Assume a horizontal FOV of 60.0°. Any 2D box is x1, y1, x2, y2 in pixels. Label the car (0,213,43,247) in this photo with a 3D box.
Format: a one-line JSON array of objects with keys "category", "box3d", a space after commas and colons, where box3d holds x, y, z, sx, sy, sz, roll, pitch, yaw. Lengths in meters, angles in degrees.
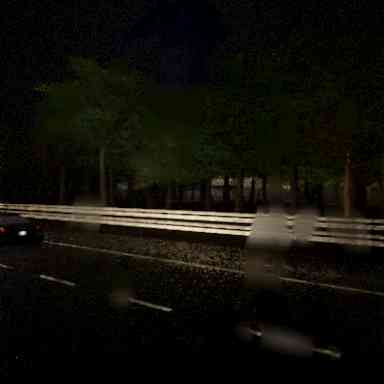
[{"category": "car", "box3d": [-8.156, 1.567, 14.004, 4.181, 1.385, 1.994, 0, 0, 36]}]
